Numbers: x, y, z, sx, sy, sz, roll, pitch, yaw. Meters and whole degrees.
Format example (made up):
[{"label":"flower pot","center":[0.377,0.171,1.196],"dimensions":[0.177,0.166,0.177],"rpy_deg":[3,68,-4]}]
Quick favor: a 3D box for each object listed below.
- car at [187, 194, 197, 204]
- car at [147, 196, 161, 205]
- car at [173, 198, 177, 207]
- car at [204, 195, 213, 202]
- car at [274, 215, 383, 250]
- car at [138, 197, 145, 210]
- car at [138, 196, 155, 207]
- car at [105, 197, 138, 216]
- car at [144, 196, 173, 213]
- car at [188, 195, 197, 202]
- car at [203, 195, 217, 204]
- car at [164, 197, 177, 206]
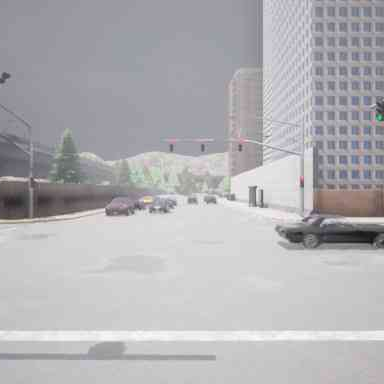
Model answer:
[{"label":"car","center":[0.094,1.477,64.245],"dimensions":[1.882,1.535,5.008],"rpy_deg":[0,0,0]},{"label":"car","center":[-6.973,1.477,61.449],"dimensions":[1.882,1.535,5.008],"rpy_deg":[0,0,1]},{"label":"car","center":[-3.531,1.564,45.378],"dimensions":[1.994,1.385,4.181],"rpy_deg":[0,0,-1]},{"label":"car","center":[3.610,1.500,74.516],"dimensions":[1.837,1.490,4.892],"rpy_deg":[0,0,0]},{"label":"car","center":[6.023,1.634,13.951],"dimensions":[4.718,1.301,1.895],"rpy_deg":[0,0,0]},{"label":"car","center":[-7.032,1.601,41.860],"dimensions":[1.895,1.301,4.718],"rpy_deg":[0,0,0]},{"label":"car","center":[-7.012,1.477,51.376],"dimensions":[1.882,1.535,5.008],"rpy_deg":[0,0,0]},{"label":"car","center":[-7.045,1.352,32.874],"dimensions":[2.097,1.767,4.553],"rpy_deg":[0,0,0]},{"label":"car","center":[-3.535,1.491,36.458],"dimensions":[2.128,1.511,4.902],"rpy_deg":[0,0,0]},{"label":"car","center":[0.109,1.327,74.467],"dimensions":[1.837,1.490,4.892],"rpy_deg":[0,0,0]},{"label":"car","center":[3.694,1.504,64.119],"dimensions":[1.837,1.490,4.892],"rpy_deg":[0,0,0]},{"label":"car","center":[-3.496,1.601,55.360],"dimensions":[1.895,1.301,4.718],"rpy_deg":[0,0,0]}]
